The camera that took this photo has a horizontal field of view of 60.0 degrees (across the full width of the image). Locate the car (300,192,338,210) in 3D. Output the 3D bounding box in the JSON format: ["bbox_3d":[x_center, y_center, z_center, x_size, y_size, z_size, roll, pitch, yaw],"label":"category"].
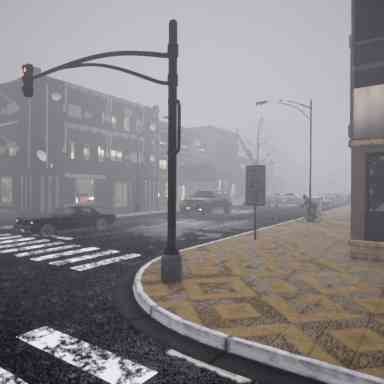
[{"bbox_3d":[12.673,0.993,33.051,2.008,1.369,4.403,2,2,35],"label":"car"}]

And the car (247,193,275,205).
[{"bbox_3d":[8.886,0.821,42.604,1.887,1.381,4.507,2,2,35],"label":"car"}]

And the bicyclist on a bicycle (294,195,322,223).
[{"bbox_3d":[6.797,1.003,19.582,1.656,1.620,0.582,0,1,35],"label":"bicyclist on a bicycle"}]

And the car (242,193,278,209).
[{"bbox_3d":[7.103,1.014,35.372,1.895,1.301,4.718,1,1,35],"label":"car"}]

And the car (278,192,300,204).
[{"bbox_3d":[12.977,0.771,43.784,1.812,1.442,4.674,1,1,34],"label":"car"}]

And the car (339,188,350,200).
[{"bbox_3d":[24.237,0.572,54.535,2.033,1.411,5.357,1,1,36],"label":"car"}]

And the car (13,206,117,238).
[{"bbox_3d":[-6.195,1.388,16.616,1.895,1.301,4.718,1,1,39],"label":"car"}]

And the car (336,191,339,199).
[{"bbox_3d":[18.555,0.788,46.299,1.895,1.301,4.718,1,1,35],"label":"car"}]

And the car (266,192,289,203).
[{"bbox_3d":[12.126,0.767,47.226,1.802,1.307,4.206,2,2,35],"label":"car"}]

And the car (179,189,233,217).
[{"bbox_3d":[1.280,0.803,26.962,2.150,2.045,5.566,1,1,35],"label":"car"}]

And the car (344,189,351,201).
[{"bbox_3d":[25.436,0.619,51.669,1.887,1.381,4.507,2,2,35],"label":"car"}]
